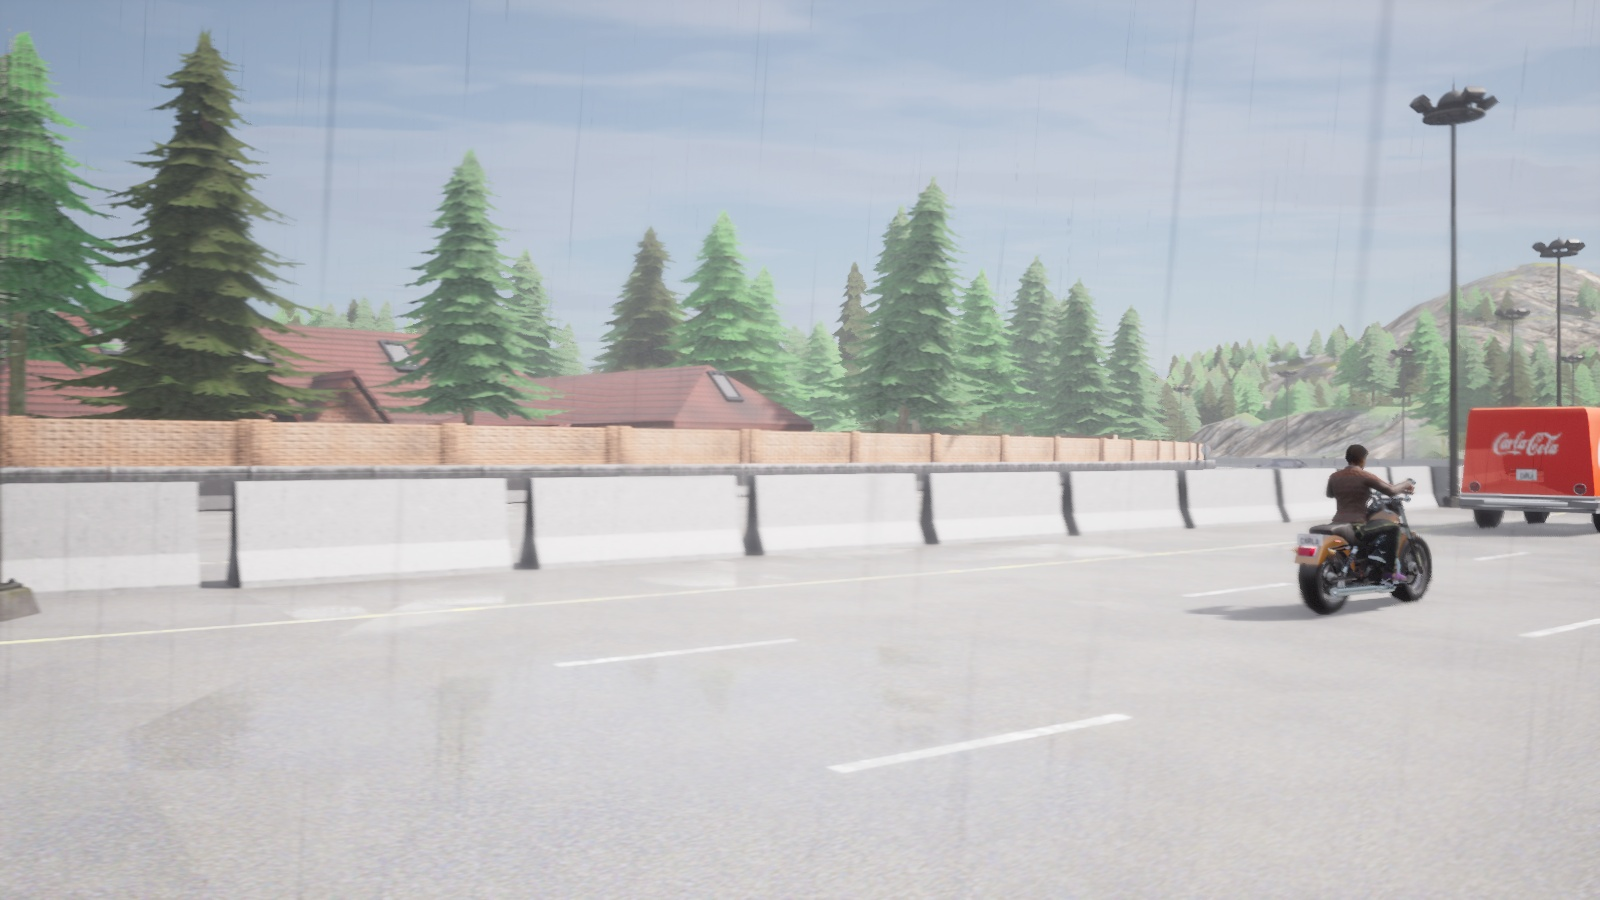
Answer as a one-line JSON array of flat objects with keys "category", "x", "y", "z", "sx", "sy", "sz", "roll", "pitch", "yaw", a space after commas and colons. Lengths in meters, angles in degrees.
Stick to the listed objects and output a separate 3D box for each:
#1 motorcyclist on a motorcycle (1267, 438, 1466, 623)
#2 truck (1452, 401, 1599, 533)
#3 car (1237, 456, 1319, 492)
[{"category": "motorcyclist on a motorcycle", "x": 5.554, "y": 0.729, "z": 12.242, "sx": 2.350, "sy": 1.649, "sz": 0.766, "roll": 0, "pitch": -1, "yaw": -39}, {"category": "truck", "x": 15.862, "y": 0.316, "z": 26.094, "sx": 5.204, "sy": 2.467, "sz": 2.627, "roll": 0, "pitch": 0, "yaw": -45}, {"category": "car", "x": 19.578, "y": 0.959, "z": 51.308, "sx": 1.994, "sy": 1.385, "sz": 4.181, "roll": 0, "pitch": 0, "yaw": 38}]
